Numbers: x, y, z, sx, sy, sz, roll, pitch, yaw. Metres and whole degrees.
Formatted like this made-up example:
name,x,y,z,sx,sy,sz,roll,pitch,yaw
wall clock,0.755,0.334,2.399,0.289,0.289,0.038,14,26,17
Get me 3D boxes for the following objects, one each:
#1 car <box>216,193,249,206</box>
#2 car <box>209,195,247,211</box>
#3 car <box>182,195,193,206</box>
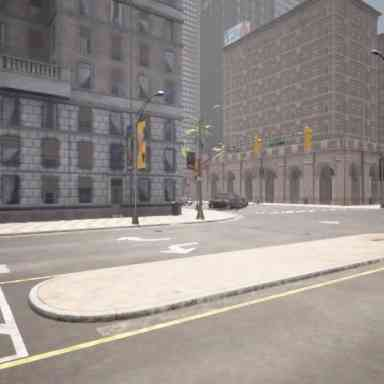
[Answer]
name,x,y,z,sx,sy,sz,roll,pitch,yaw
car,5.301,1.223,45.698,2.150,2.045,5.566,0,0,-35
car,4.080,1.478,41.317,1.882,1.535,5.008,0,0,-34
car,-1.724,1.492,56.014,2.128,1.511,4.902,0,0,-34
